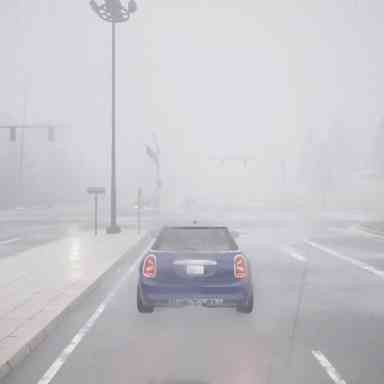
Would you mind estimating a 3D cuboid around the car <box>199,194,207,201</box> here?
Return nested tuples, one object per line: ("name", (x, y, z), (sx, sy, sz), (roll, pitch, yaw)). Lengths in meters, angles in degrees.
("car", (2.851, 1.513, 85.208), (1.812, 1.442, 4.674), (0, 0, -1))

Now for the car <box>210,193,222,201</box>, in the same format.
("car", (6.356, 1.215, 84.937), (2.150, 2.045, 5.566), (0, 0, -1))

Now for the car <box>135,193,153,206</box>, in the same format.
("car", (-8.270, 1.352, 56.005), (2.097, 1.767, 4.553), (0, 0, -1))

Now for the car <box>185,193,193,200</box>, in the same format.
("car", (-0.814, 1.189, 95.506), (2.150, 2.045, 5.566), (0, 0, -1))

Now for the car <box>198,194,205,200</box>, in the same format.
("car", (2.686, 1.442, 95.532), (1.882, 1.535, 5.008), (0, 0, -1))

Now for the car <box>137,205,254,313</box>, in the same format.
("car", (0.071, 1.352, 7.826), (2.097, 1.767, 4.553), (0, 0, 0))

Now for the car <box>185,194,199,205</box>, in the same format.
("car", (-0.161, 1.526, 54.646), (1.812, 1.442, 4.674), (0, 0, -1))

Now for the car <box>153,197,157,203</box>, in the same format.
("car", (-8.368, 1.547, 65.619), (2.033, 1.411, 5.357), (0, 0, 0))
